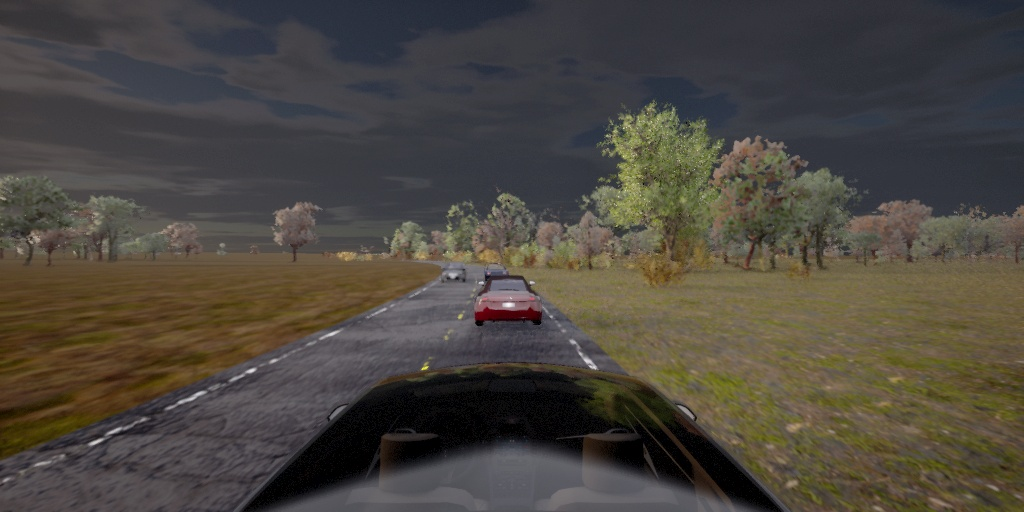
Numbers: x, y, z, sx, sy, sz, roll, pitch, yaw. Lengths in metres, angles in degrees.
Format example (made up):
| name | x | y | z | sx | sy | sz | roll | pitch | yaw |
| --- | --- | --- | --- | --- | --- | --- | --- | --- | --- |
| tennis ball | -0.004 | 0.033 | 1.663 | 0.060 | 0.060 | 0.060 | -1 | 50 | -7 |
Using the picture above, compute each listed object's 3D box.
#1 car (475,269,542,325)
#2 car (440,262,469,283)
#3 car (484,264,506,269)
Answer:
| name | x | y | z | sx | sy | sz | roll | pitch | yaw |
| --- | --- | --- | --- | --- | --- | --- | --- | --- | --- |
| car | -0.166 | 1.314 | 11.849 | 1.994 | 1.385 | 4.181 | 0 | 0 | -2 |
| car | -4.442 | 1.247 | 27.968 | 2.128 | 1.511 | 4.902 | 0 | 0 | -6 |
| car | -1.388 | 1.351 | 29.688 | 1.895 | 1.301 | 4.718 | 0 | 0 | -6 |
